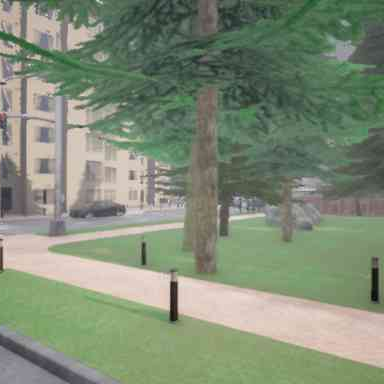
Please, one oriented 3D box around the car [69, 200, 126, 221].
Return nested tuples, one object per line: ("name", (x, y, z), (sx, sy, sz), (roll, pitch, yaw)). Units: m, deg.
("car", (-7.828, 1.477, 27.880), (1.882, 1.535, 5.008), (0, 0, 37))
